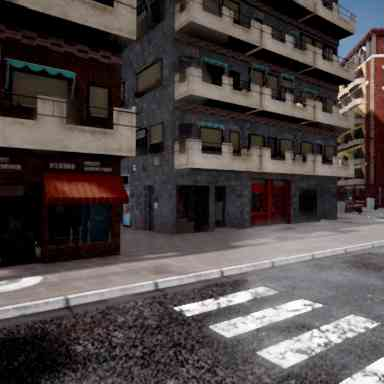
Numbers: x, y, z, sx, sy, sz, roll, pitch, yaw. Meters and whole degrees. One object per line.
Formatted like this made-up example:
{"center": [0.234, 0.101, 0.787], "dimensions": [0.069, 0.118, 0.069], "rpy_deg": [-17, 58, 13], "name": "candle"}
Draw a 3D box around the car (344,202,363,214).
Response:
{"center": [17.814, 1.776, 38.249], "dimensions": [1.895, 1.301, 4.718], "rpy_deg": [0, 0, 5], "name": "car"}
